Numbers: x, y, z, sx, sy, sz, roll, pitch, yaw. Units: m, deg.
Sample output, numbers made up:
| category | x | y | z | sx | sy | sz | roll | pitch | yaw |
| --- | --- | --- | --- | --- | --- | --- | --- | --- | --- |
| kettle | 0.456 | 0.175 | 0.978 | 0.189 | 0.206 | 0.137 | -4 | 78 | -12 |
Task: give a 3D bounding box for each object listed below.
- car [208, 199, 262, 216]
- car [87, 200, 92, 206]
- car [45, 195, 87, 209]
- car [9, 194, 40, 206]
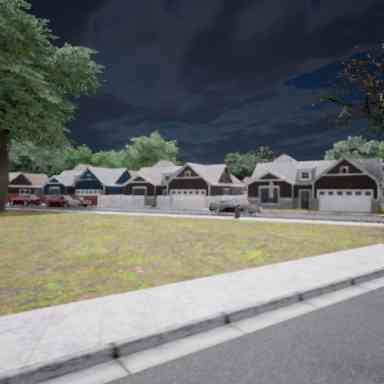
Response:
| category | x | y | z | sx | sy | sz | roll | pitch | yaw |
| --- | --- | --- | --- | --- | --- | --- | --- | --- | --- |
| car | 3.854 | 1.355 | 30.007 | 4.902 | 1.511 | 2.128 | 0 | 0 | 29 |
| car | -15.587 | 1.345 | 43.573 | 5.357 | 1.411 | 2.033 | 0 | 0 | 28 |
| car | -15.559 | 1.147 | 40.339 | 4.553 | 1.767 | 2.097 | 0 | 0 | 28 |
| car | -24.117 | 1.122 | 47.930 | 4.553 | 1.767 | 2.097 | 0 | 0 | 27 |
